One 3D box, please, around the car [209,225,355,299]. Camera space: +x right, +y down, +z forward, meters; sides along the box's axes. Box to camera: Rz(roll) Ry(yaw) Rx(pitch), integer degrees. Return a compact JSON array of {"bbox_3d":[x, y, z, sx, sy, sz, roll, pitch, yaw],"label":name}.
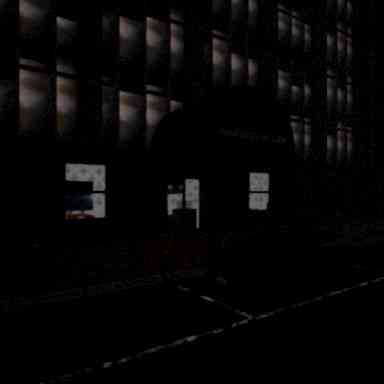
[{"bbox_3d":[2.426,1.558,8.466,4.313,1.339,1.947,0,0,-35],"label":"car"}]
